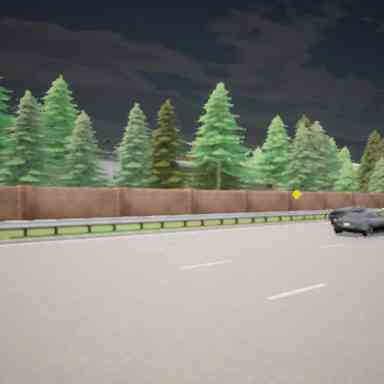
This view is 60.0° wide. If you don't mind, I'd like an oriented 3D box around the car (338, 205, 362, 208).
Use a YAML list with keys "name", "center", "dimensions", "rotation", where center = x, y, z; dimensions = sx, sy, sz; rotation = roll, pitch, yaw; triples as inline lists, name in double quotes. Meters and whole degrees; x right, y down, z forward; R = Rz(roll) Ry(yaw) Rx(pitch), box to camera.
- name: "car"
  center: [12.506, 1.795, 25.566]
  dimensions: [4.892, 1.490, 1.837]
  rotation: [0, 0, -36]

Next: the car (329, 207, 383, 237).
- name: "car"
  center: [10.223, 1.791, 19.638]
  dimensions: [4.181, 1.385, 1.994]
  rotation: [1, 0, -36]
